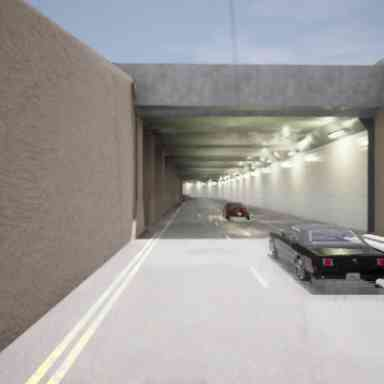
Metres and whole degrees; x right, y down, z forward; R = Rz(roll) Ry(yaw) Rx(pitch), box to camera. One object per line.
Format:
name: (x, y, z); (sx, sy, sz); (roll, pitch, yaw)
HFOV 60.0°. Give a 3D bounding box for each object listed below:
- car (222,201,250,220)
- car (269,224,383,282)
car: (3.586, 1.494, 27.429); (1.812, 1.442, 4.674); (0, 0, 0)
car: (3.600, 1.590, 9.631); (1.895, 1.301, 4.718); (0, 0, 0)
